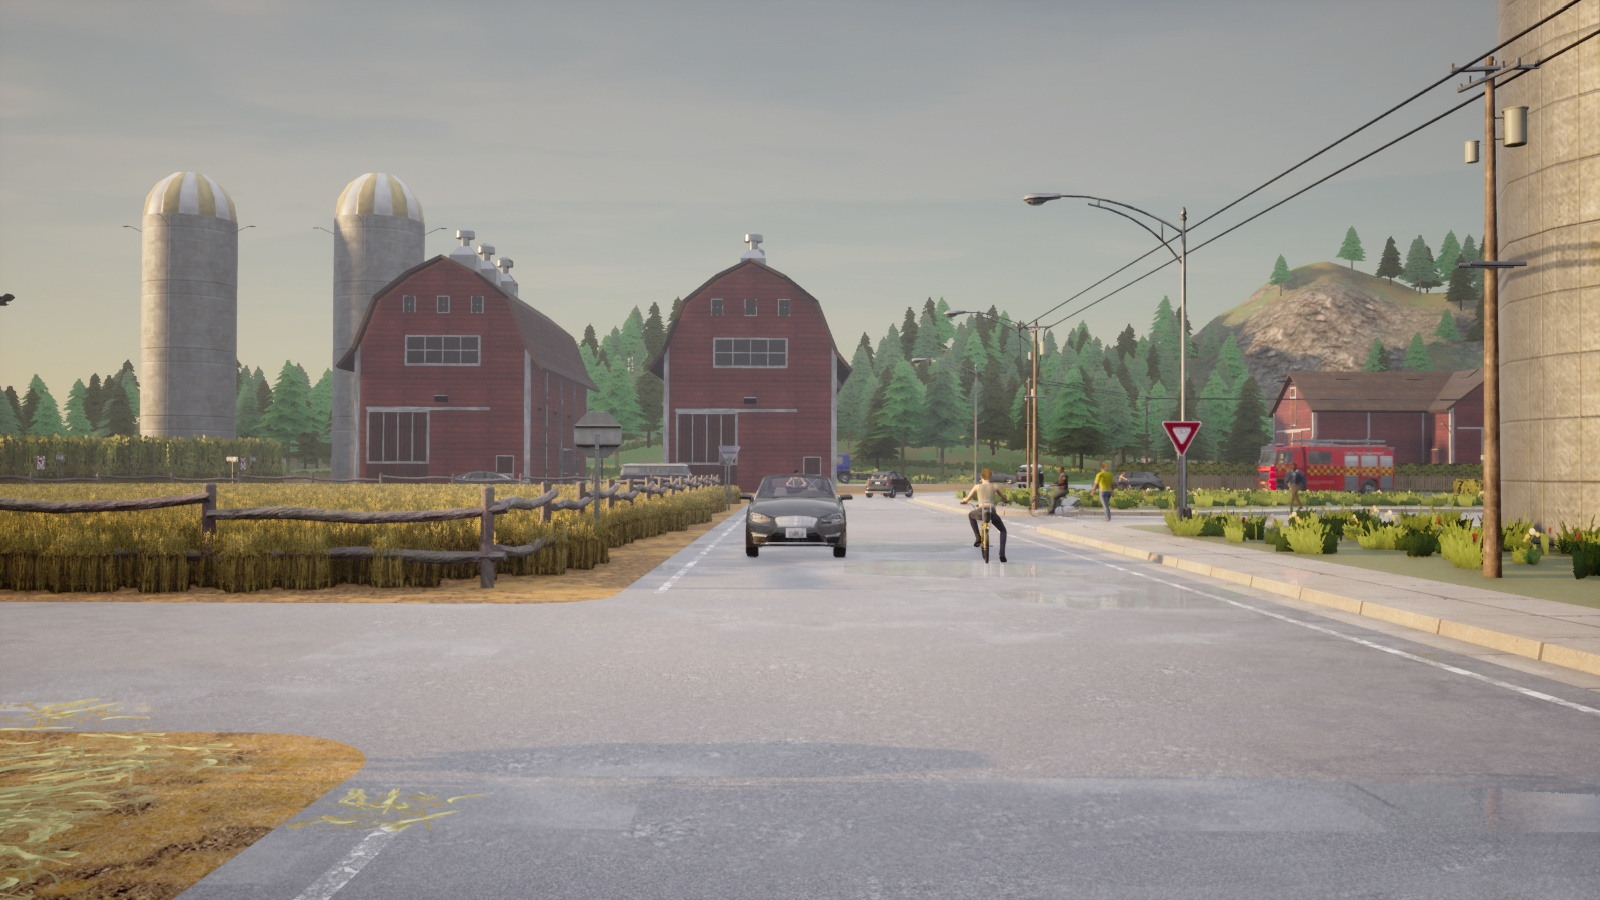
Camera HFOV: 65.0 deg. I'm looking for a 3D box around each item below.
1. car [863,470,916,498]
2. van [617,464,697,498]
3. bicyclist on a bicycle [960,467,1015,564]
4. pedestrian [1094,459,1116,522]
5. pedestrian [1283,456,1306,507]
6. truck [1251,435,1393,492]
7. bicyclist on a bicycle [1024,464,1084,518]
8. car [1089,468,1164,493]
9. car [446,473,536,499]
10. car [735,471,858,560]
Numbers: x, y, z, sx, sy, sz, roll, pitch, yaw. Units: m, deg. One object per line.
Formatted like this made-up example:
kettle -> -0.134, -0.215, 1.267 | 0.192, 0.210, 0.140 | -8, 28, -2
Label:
car -> 5.254, 1.980, 73.564 | 1.789, 1.549, 3.705 | -1, -1, 27
van -> -8.452, 1.845, 74.290 | 4.442, 1.987, 1.775 | 0, -1, 4
bicyclist on a bicycle -> 3.225, 1.103, 21.753 | 0.866, 1.612, 1.509 | 0, -1, 6
pedestrian -> 8.946, 1.189, 36.824 | 0.354, 1.836, 0.706 | 0, -1, -11
pedestrian -> 18.836, 1.196, 47.824 | 0.788, 1.949, 0.423 | 0, -1, -31
truck -> 35.580, 0.946, 85.806 | 8.468, 3.827, 2.891 | 0, -1, 0
bicyclist on a bicycle -> 8.424, 1.350, 41.673 | 1.843, 1.776, 0.659 | 0, -1, -6
car -> 22.423, 2.082, 86.339 | 4.856, 1.649, 2.033 | 1, 0, 12
car -> -18.199, 2.132, 74.039 | 4.892, 1.490, 1.837 | 0, -1, -3
car -> -0.065, 1.176, 24.229 | 2.128, 1.511, 4.902 | 0, -1, 0
